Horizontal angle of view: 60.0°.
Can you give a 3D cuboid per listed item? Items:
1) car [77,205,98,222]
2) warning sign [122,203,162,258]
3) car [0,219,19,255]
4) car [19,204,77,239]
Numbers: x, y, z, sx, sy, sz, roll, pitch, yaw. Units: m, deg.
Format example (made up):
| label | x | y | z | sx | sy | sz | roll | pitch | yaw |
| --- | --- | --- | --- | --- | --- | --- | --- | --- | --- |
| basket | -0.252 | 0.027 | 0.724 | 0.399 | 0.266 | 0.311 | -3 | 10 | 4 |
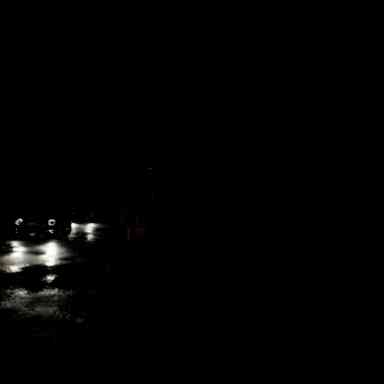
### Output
| label | x | y | z | sx | sy | sz | roll | pitch | yaw |
| --- | --- | --- | --- | --- | --- | --- | --- | --- | --- |
| car | -9.995 | 1.921 | 31.134 | 1.882 | 1.535 | 5.008 | 2 | -2 | -8 |
| warning sign | -1.839 | 1.383 | 12.266 | 1.300 | 1.860 | 1.060 | 3 | -1 | -8 |
| car | -6.713 | 1.492 | 8.651 | 2.128 | 1.511 | 4.902 | 2 | -1 | -7 |
| car | -8.141 | 1.548 | 18.562 | 2.097 | 1.767 | 4.553 | 2 | -1 | -8 |
